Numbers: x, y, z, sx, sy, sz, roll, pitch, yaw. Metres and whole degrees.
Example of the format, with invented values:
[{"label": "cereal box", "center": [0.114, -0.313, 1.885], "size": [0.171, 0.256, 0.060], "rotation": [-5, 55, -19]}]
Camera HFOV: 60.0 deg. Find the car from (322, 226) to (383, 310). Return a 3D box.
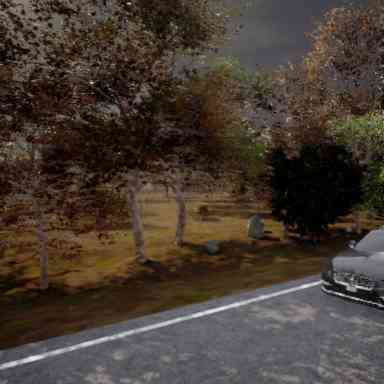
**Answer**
[{"label": "car", "center": [4.910, 1.511, 7.472], "size": [4.892, 1.490, 1.837], "rotation": [0, 0, -35]}]
